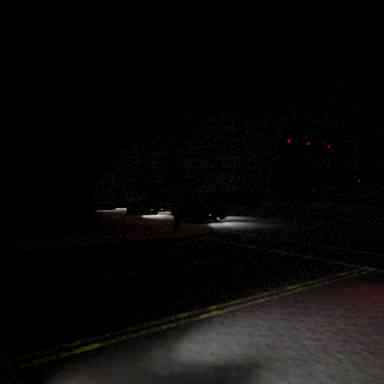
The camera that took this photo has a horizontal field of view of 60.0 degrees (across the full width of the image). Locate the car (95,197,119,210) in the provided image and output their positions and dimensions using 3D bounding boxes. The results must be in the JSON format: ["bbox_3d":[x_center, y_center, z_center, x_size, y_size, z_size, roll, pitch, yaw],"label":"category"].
[{"bbox_3d":[-11.738,1.482,43.263,1.882,1.535,5.008,0,1,-36],"label":"car"}]

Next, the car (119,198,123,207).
[{"bbox_3d":[-10.684,1.570,47.801,1.994,1.385,4.181,0,0,-36],"label":"car"}]

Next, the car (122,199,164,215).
[{"bbox_3d":[-5.043,1.569,33.945,1.994,1.385,4.181,0,0,-36],"label":"car"}]

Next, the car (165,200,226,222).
[{"bbox_3d":[0.362,1.553,26.453,2.033,1.411,5.357,0,0,-36],"label":"car"}]

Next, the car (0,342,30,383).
[{"bbox_3d":[-3.248,1.599,1.432,4.718,1.301,1.895,0,0,-36],"label":"car"}]

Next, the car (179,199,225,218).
[{"bbox_3d":[0.840,1.512,31.765,1.837,1.490,4.892,0,0,-36],"label":"car"}]
